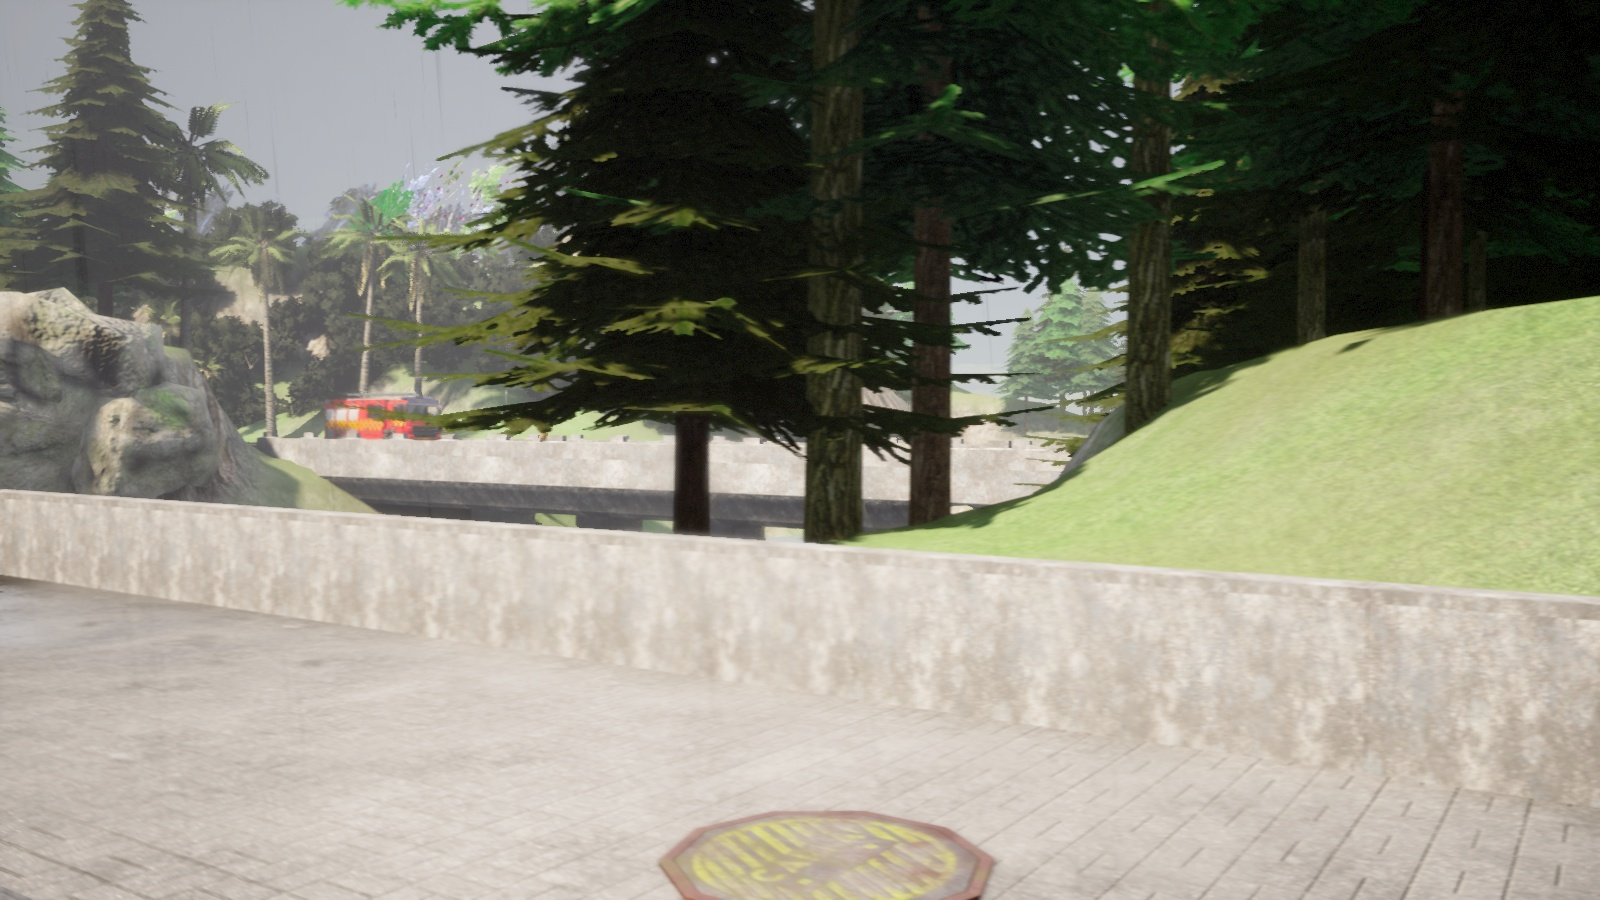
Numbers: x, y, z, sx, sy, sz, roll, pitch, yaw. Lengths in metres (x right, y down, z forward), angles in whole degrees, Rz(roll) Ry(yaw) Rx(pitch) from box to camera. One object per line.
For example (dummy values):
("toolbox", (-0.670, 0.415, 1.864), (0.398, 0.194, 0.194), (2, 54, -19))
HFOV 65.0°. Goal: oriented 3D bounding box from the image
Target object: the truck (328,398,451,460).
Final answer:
("truck", (-26.650, -1.302, 81.331), (8.468, 3.827, 2.891), (0, 1, 34))
